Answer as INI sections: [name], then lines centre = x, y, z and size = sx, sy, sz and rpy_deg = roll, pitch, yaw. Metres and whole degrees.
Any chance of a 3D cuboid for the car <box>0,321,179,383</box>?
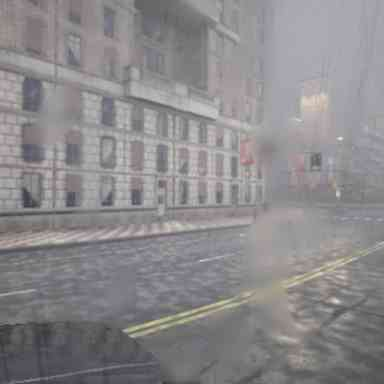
[car]
centre = -2.592, 1.538, 1.818
size = 5.357, 1.411, 2.033
rpy_deg = 1, -1, -37
